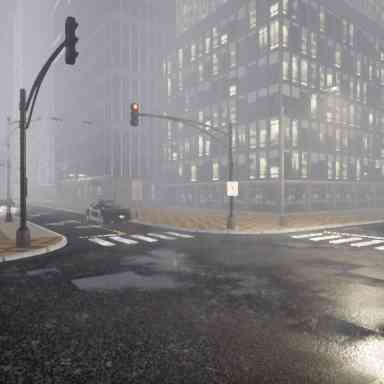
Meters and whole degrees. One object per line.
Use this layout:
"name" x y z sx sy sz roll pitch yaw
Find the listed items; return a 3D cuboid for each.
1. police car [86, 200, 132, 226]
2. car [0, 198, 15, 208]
"police car" -6.062 1.422 23.682 1.930 1.638 5.238 0 0 -35
"car" -27.832 1.602 49.848 1.895 1.301 4.718 0 0 -35
